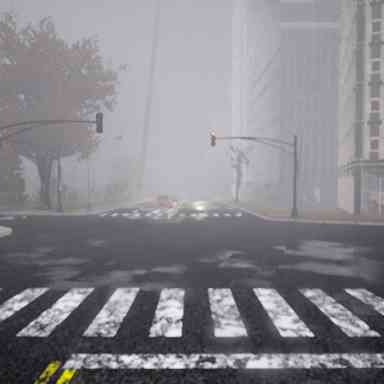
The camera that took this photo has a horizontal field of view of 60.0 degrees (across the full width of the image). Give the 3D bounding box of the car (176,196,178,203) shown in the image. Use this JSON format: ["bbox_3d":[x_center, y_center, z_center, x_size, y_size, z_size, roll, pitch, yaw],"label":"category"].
[{"bbox_3d":[-3.447,1.278,60.255,2.033,1.411,5.357,0,0,0],"label":"car"}]

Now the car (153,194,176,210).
[{"bbox_3d":[-3.379,1.128,39.427,2.097,1.767,4.553,0,0,0],"label":"car"}]
